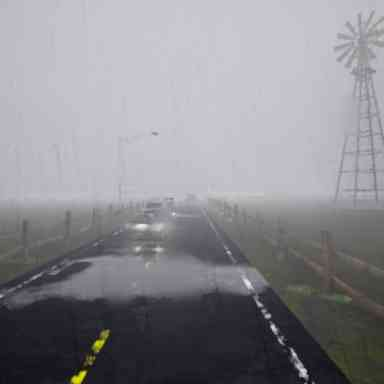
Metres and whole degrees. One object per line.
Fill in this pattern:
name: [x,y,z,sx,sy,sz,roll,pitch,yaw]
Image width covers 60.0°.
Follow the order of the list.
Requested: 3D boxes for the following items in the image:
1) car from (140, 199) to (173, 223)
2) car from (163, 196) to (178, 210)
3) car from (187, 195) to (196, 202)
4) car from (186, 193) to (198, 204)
car: [-2.785,1.513,25.784,1.837,1.490,4.892,0,0,0]
car: [-2.783,1.320,40.851,1.837,1.490,4.892,0,0,0]
car: [-0.064,1.489,77.071,1.994,1.385,4.181,0,0,0]
car: [-0.055,1.247,66.680,2.150,2.045,5.566,0,0,0]
